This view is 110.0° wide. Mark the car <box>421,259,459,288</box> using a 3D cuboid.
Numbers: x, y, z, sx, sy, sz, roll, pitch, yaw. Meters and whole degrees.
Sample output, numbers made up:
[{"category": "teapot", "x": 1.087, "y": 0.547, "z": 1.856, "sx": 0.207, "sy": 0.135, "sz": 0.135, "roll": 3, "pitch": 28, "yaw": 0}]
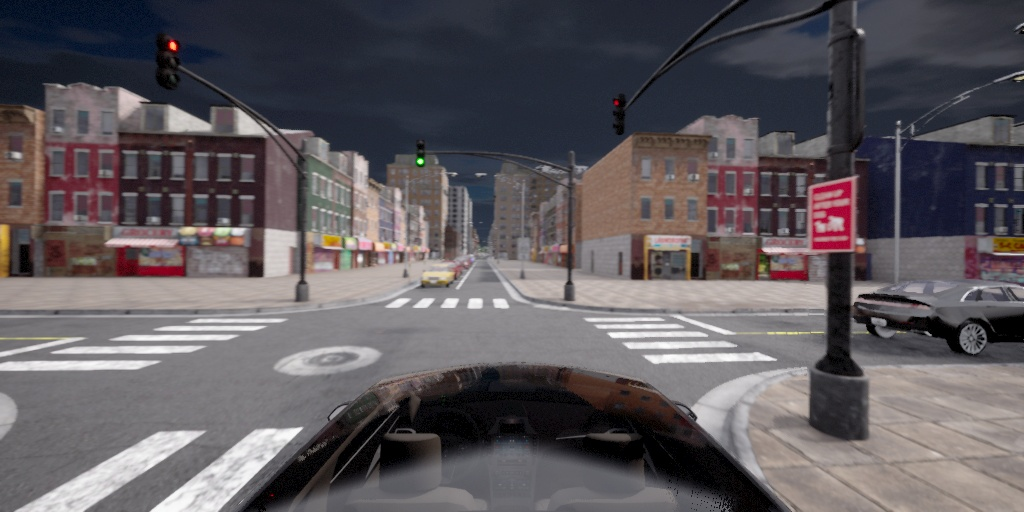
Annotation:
[{"category": "car", "x": -4.491, "y": 1.081, "z": 21.976, "sx": 1.751, "sy": 1.417, "sz": 4.829, "roll": 0, "pitch": 0, "yaw": -5}]

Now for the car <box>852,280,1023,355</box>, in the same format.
[{"category": "car", "x": 10.718, "y": 1.304, "z": 8.316, "sx": 4.902, "sy": 1.511, "sz": 2.128, "roll": 1, "pitch": 0, "yaw": -5}]

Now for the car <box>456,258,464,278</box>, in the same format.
[{"category": "car", "x": -4.967, "y": 1.062, "z": 27.731, "sx": 1.888, "sy": 1.381, "sz": 4.507, "roll": 0, "pitch": 0, "yaw": -5}]

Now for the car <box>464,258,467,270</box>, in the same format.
[{"category": "car", "x": -5.430, "y": 1.061, "z": 33.317, "sx": 1.802, "sy": 1.307, "sz": 4.207, "roll": 0, "pitch": 0, "yaw": -5}]

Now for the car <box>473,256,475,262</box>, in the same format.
[{"category": "car", "x": -7.282, "y": 0.659, "z": 55.661, "sx": 2.192, "sy": 1.841, "sz": 5.009, "roll": 0, "pitch": 0, "yaw": -5}]

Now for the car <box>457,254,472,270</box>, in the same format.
[{"category": "car", "x": -6.356, "y": 0.849, "z": 44.489, "sx": 1.967, "sy": 1.591, "sz": 4.097, "roll": 0, "pitch": 0, "yaw": -5}]
